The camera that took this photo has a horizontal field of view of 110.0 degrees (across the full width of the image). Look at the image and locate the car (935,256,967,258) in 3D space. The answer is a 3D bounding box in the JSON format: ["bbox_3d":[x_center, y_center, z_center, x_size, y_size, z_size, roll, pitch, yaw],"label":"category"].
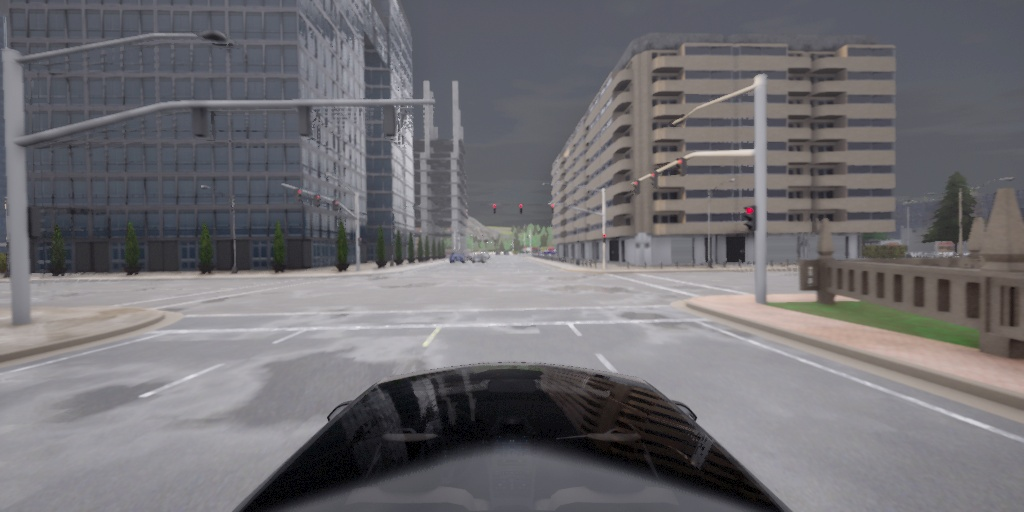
[{"bbox_3d":[30.772,0.634,25.316,4.718,1.301,1.895,-1,1,-2],"label":"car"}]

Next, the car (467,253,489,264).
[{"bbox_3d":[-5.232,0.474,55.631,2.128,1.511,4.902,-1,1,-1],"label":"car"}]

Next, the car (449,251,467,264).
[{"bbox_3d":[-8.792,0.209,58.145,2.150,2.045,5.566,-1,1,-1],"label":"car"}]
